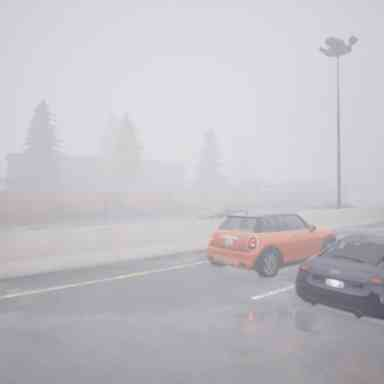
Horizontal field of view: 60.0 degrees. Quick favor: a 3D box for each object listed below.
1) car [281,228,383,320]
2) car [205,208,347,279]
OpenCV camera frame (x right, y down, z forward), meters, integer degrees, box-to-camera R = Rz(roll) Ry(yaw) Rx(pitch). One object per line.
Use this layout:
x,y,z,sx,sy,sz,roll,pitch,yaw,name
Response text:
4.068,1.570,7.101,4.181,1.385,1.994,0,0,-39,car
2.669,1.382,10.484,4.553,1.767,2.097,0,0,-39,car
